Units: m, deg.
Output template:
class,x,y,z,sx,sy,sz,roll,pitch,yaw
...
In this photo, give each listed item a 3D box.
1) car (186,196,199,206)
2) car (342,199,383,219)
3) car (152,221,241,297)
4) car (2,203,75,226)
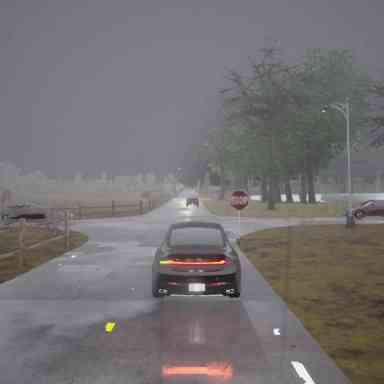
class,x,y,z,sx,sy,sz,roll,pitch,yaw
car,0.087,1.372,52.033,1.837,1.490,4.892,0,1,0
car,14.075,1.300,25.683,4.674,1.442,1.812,-1,-1,0
car,0.095,1.506,8.532,1.837,1.490,4.892,0,0,0
car,-10.376,1.461,22.288,4.902,1.511,2.128,0,-1,6
